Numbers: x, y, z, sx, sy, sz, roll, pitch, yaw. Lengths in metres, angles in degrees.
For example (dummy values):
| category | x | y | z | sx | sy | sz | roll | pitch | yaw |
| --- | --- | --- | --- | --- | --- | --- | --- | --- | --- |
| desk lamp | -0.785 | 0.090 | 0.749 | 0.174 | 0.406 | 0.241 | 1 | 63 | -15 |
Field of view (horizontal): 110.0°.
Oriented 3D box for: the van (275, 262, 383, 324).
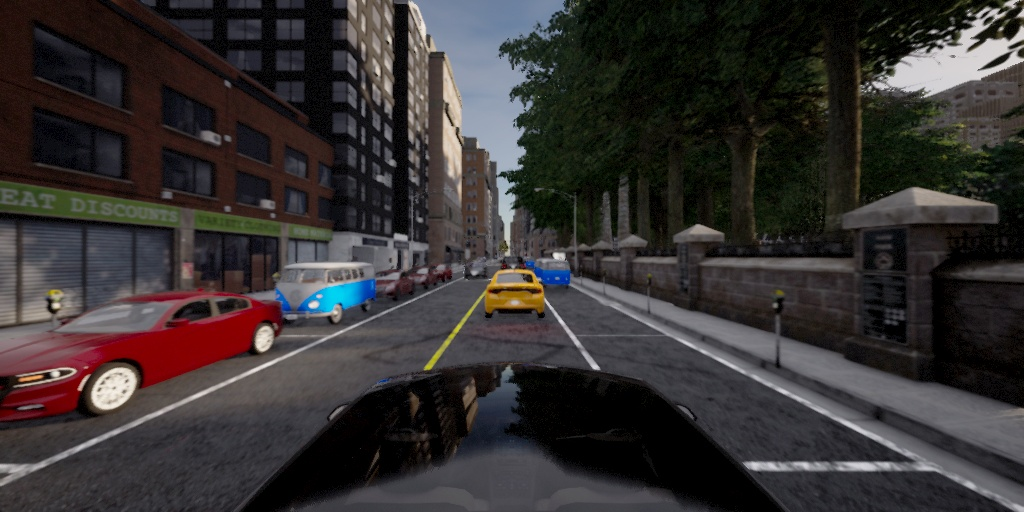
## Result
| category | x | y | z | sx | sy | sz | roll | pitch | yaw |
| --- | --- | --- | --- | --- | --- | --- | --- | --- | --- |
| van | -5.855 | 1.096 | 11.657 | 1.690 | 1.789 | 3.998 | 0 | 0 | 0 |

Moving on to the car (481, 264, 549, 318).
| category | x | y | z | sx | sy | sz | roll | pitch | yaw |
| --- | --- | --- | --- | --- | --- | --- | --- | --- | --- |
| car | 0.094 | 1.233 | 13.131 | 1.882 | 1.535 | 5.008 | 0 | 0 | 0 |

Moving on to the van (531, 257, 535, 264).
| category | x | y | z | sx | sy | sz | roll | pitch | yaw |
| --- | --- | --- | --- | --- | --- | --- | --- | --- | --- |
| van | 2.673 | 1.097 | 28.663 | 1.690 | 1.789 | 3.998 | 0 | 0 | 0 |

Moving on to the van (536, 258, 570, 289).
| category | x | y | z | sx | sy | sz | roll | pitch | yaw |
| --- | --- | --- | --- | --- | --- | --- | --- | --- | --- |
| van | 2.672 | 1.097 | 23.005 | 1.690 | 1.789 | 3.998 | 0 | 0 | 0 |

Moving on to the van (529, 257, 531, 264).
| category | x | y | z | sx | sy | sz | roll | pitch | yaw |
| --- | --- | --- | --- | --- | --- | --- | --- | --- | --- |
| van | 2.677 | 1.076 | 56.953 | 1.690 | 1.789 | 3.998 | 0 | 0 | 0 |

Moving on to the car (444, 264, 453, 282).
| category | x | y | z | sx | sy | sz | roll | pitch | yaw |
| --- | --- | --- | --- | --- | --- | --- | --- | --- | --- |
| car | -5.853 | 1.301 | 28.639 | 1.888 | 1.381 | 4.507 | 0 | 0 | 0 |

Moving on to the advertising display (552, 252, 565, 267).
| category | x | y | z | sx | sy | sz | roll | pitch | yaw |
| --- | --- | --- | --- | --- | --- | --- | --- | --- | --- |
| advertising display | 5.642 | 0.775 | 43.093 | 1.540 | 2.440 | 0.280 | 0 | 0 | 0 |

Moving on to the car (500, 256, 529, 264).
| category | x | y | z | sx | sy | sz | roll | pitch | yaw |
| --- | --- | --- | --- | --- | --- | --- | --- | --- | --- |
| car | 0.102 | 0.977 | 31.647 | 2.150 | 2.045 | 5.566 | 0 | 0 | 0 |

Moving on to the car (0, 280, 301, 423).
| category | x | y | z | sx | sy | sz | roll | pitch | yaw |
| --- | --- | --- | --- | --- | --- | --- | --- | --- | --- |
| car | -5.856 | 1.298 | 5.997 | 1.888 | 1.381 | 4.507 | 0 | 0 | 0 |

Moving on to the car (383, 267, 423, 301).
| category | x | y | z | sx | sy | sz | roll | pitch | yaw |
| --- | --- | --- | --- | --- | --- | --- | --- | --- | --- |
| car | -5.854 | 1.338 | 17.318 | 1.802 | 1.307 | 4.207 | 0 | 0 | 0 |

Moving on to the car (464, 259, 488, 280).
| category | x | y | z | sx | sy | sz | roll | pitch | yaw |
| --- | --- | --- | --- | --- | --- | --- | --- | --- | --- |
| car | -3.093 | 1.247 | 31.974 | 2.128 | 1.511 | 4.902 | 0 | 0 | 0 |

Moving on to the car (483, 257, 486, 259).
| category | x | y | z | sx | sy | sz | roll | pitch | yaw |
| --- | --- | --- | --- | --- | --- | --- | --- | --- | --- |
| car | -5.847 | 1.273 | 62.603 | 1.888 | 1.381 | 4.507 | 0 | 0 | 0 |

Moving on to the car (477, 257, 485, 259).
| category | x | y | z | sx | sy | sz | roll | pitch | yaw |
| --- | --- | --- | --- | --- | --- | --- | --- | --- | --- |
| car | -5.848 | 1.301 | 56.943 | 1.948 | 1.339 | 4.313 | 0 | 0 | 0 |

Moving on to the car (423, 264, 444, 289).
| category | x | y | z | sx | sy | sz | roll | pitch | yaw |
| --- | --- | --- | --- | --- | --- | --- | --- | --- | --- |
| car | -5.853 | 1.339 | 22.979 | 1.802 | 1.307 | 4.207 | 0 | 0 | 0 |
